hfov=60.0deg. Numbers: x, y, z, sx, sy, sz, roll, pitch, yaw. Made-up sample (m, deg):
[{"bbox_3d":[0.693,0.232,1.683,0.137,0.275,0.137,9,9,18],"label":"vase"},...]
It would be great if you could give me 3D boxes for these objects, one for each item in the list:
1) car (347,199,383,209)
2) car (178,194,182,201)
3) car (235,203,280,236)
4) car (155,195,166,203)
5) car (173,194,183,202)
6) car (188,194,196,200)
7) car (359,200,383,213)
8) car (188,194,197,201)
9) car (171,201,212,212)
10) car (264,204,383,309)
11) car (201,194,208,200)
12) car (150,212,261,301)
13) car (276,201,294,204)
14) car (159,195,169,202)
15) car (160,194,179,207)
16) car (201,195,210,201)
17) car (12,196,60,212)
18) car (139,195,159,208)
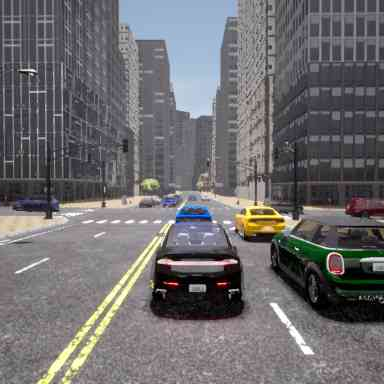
[{"bbox_3d":[16.229,1.519,29.396,5.009,1.841,2.192,1,0,1],"label":"car"},{"bbox_3d":[-3.268,1.519,58.256,1.994,1.385,4.181,0,0,1],"label":"car"},{"bbox_3d":[3.365,1.469,17.201,1.882,1.535,5.008,0,0,0],"label":"car"},{"bbox_3d":[-6.442,1.448,67.990,1.837,1.490,4.892,0,0,0],"label":"car"},{"bbox_3d":[-3.174,1.286,77.134,2.097,1.767,4.553,0,0,0],"label":"car"},{"bbox_3d":[0.090,1.267,90.620,2.128,1.511,4.902,0,0,0],"label":"car"},{"bbox_3d":[21.846,1.643,37.677,4.829,1.417,1.752,1,0,1],"label":"car"},{"bbox_3d":[0.080,1.273,80.587,2.097,1.767,4.553,0,0,0],"label":"car"},{"bbox_3d":[0.120,1.468,17.815,1.882,1.535,5.008,0,0,1],"label":"car"},{"bbox_3d":[3.357,1.348,8.022,2.097,1.767,4.553,0,0,0],"label":"car"},{"bbox_3d":[3.340,1.337,90.646,1.895,1.301,4.718,0,0,0],"label":"car"},{"bbox_3d":[0.106,1.488,8.310,2.128,1.511,4.902,0,0,0],"label":"car"},{"bbox_3d":[9.600,1.616,35.298,4.181,1.385,1.994,1,1,1],"label":"car"},{"bbox_3d":[-6.424,1.482,77.969,1.994,1.385,4.181,0,0,0],"label":"car"},{"bbox_3d":[-3.291,1.491,49.511,1.812,1.442,4.674,0,0,0],"label":"car"},{"bbox_3d":[3.331,1.513,80.644,1.895,1.301,4.718,0,0,0],"label":"car"},{"bbox_3d":[-16.741,1.167,35.750,4.553,1.767,2.097,1,1,1],"label":"car"},{"bbox_3d":[-6.537,1.513,49.082,2.033,1.411,5.357,0,0,0],"label":"car"}]
